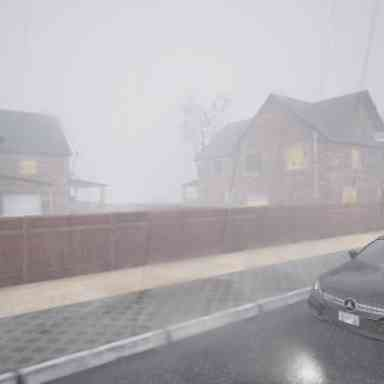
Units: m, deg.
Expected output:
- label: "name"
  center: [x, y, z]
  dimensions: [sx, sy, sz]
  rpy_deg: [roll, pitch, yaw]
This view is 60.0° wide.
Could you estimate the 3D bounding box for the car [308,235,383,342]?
- label: "car"
  center: [4.078, 1.503, 6.032]
  dimensions: [4.674, 1.442, 1.812]
  rpy_deg: [0, 0, -36]
